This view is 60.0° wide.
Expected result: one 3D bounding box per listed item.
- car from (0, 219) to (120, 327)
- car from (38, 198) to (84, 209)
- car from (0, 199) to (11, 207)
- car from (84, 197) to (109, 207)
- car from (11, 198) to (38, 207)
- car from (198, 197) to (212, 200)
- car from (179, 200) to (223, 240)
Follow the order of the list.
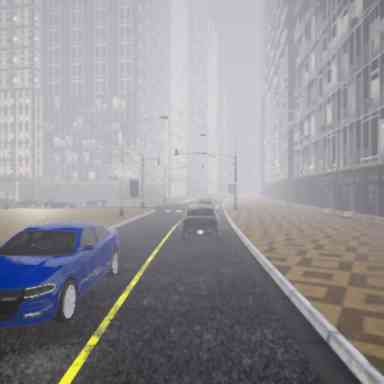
[{"bbox_3d":[-2.970,1.427,7.322,1.882,1.535,5.008,0,1,1],"label":"car"},{"bbox_3d":[-16.515,1.503,42.125,4.403,1.369,2.008,-1,1,12],"label":"car"},{"bbox_3d":[-31.237,1.760,53.884,4.313,1.339,1.947,-1,1,12],"label":"car"},{"bbox_3d":[-14.745,1.485,50.316,4.403,1.369,2.008,-1,1,12],"label":"car"},{"bbox_3d":[-25.739,1.673,52.695,4.313,1.339,1.947,-1,1,12],"label":"car"},{"bbox_3d":[1.328,1.260,33.114,2.128,1.511,4.902,0,0,4],"label":"car"},{"bbox_3d":[0.440,1.398,16.392,1.837,1.490,4.892,0,1,2],"label":"car"}]
